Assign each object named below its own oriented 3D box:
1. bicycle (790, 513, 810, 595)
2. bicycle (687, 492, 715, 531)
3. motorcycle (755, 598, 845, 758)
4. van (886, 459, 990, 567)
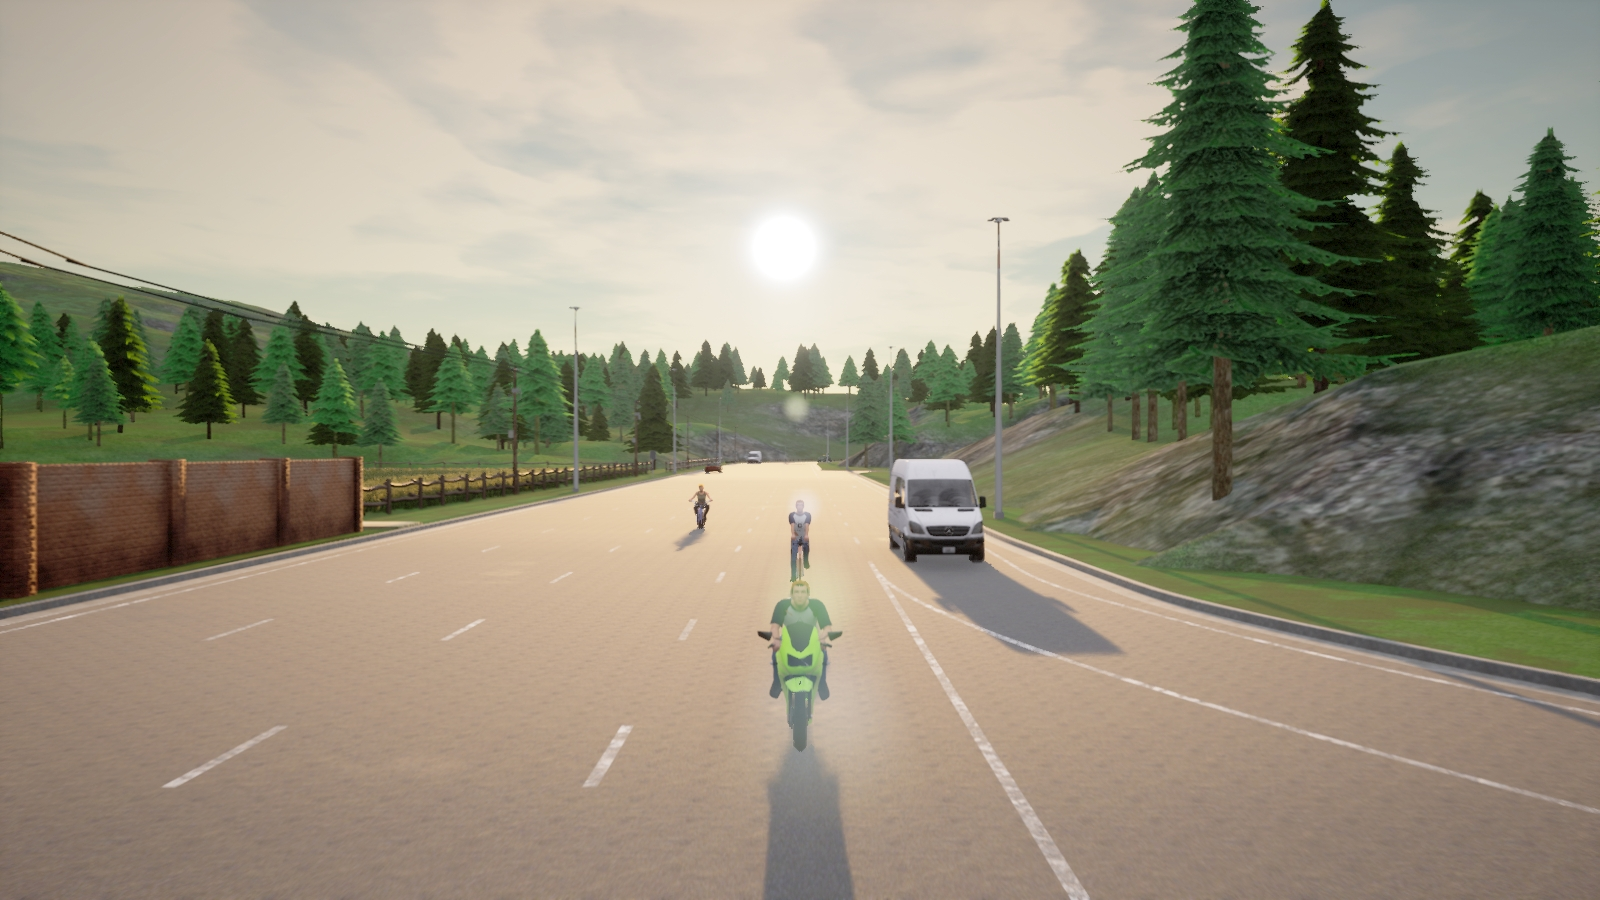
[{"bbox_3d":[0.000,2.056,22.935,0.373,1.496,1.643,0,0,0],"label":"bicycle"},{"bbox_3d":[-3.500,2.157,40.408,0.859,1.277,1.487,0,0,0],"label":"bicycle"},{"bbox_3d":[0.000,2.187,11.321,0.803,1.199,2.033,0,-1,0],"label":"motorcycle"},{"bbox_3d":[3.536,1.534,30.432,1.988,2.561,5.915,0,0,-1],"label":"van"}]
